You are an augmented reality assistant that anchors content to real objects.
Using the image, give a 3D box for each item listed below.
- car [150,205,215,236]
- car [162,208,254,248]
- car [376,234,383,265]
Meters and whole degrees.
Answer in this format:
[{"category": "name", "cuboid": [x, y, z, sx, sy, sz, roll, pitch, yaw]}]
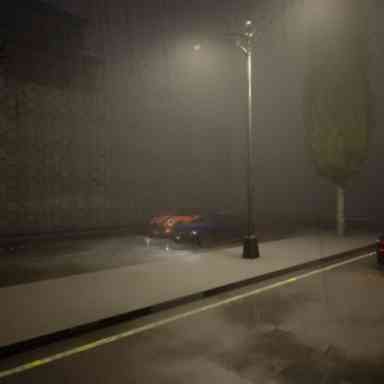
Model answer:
[{"category": "car", "cuboid": [-0.251, 1.596, 19.438, 4.553, 1.767, 2.097, 0, -1, -42]}, {"category": "car", "cuboid": [1.120, 1.715, 15.964, 4.674, 1.442, 1.812, 0, -1, -42]}, {"category": "car", "cuboid": [7.613, 1.589, 10.880, 4.674, 1.442, 1.812, 0, -1, -42]}]
